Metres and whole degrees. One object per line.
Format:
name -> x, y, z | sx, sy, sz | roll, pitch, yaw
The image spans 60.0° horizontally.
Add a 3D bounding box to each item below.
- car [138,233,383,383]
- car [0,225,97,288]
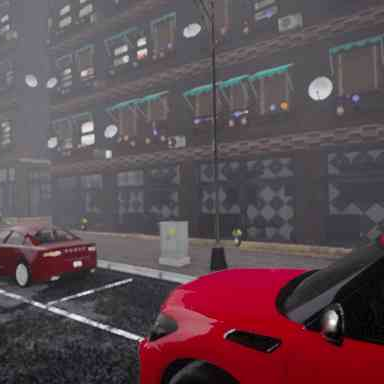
car -> 2.146, 1.235, 2.396 | 5.566, 2.045, 2.150 | 0, 0, 35
car -> -4.559, 1.590, 9.240 | 4.507, 1.381, 1.887 | 0, -2, 35
